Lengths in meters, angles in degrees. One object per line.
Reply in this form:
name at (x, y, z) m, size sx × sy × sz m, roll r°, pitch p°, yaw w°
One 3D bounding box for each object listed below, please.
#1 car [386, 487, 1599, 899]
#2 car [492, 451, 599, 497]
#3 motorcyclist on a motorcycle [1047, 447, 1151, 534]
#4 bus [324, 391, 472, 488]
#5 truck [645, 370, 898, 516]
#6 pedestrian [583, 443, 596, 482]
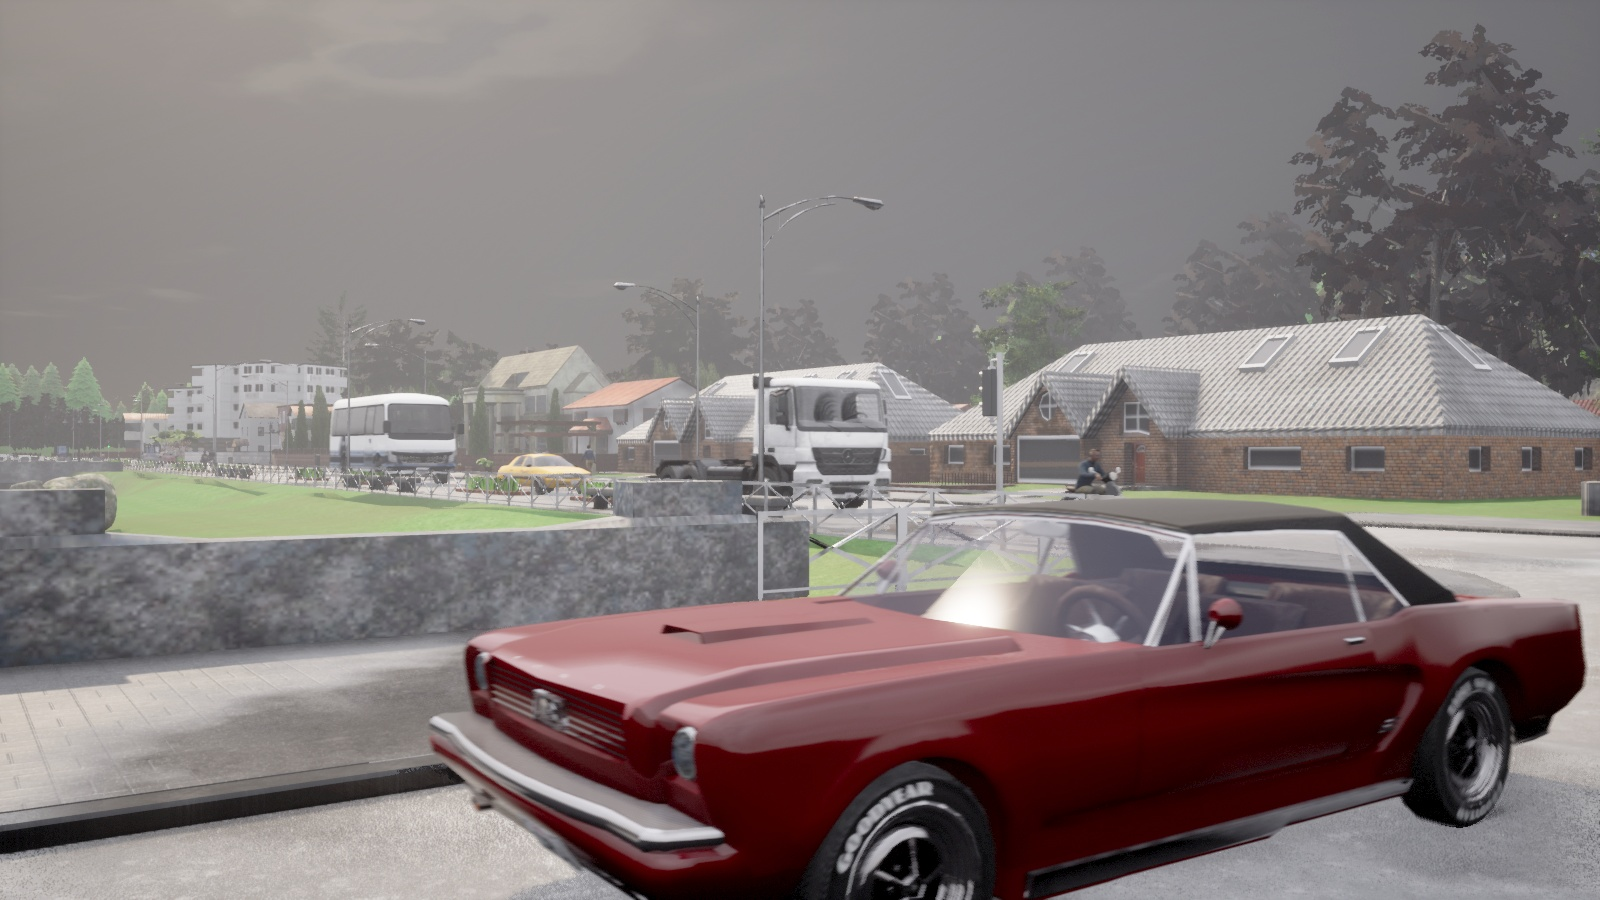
car at (1.031, 0.855, 4.958) m, size 4.718 × 1.301 × 1.895 m, roll 0°, pitch 0°, yaw -34°
car at (-9.323, 0.815, 45.636) m, size 1.801 × 1.575 × 5.366 m, roll 0°, pitch 0°, yaw -35°
motorcyclist on a motorcycle at (5.711, 0.745, 24.045) m, size 0.866 × 1.590 × 1.817 m, roll 0°, pitch 0°, yaw -35°
bus at (-19.447, -0.443, 60.173) m, size 3.944 × 4.253 × 10.273 m, roll 0°, pitch 0°, yaw -35°
truck at (-1.006, -0.152, 33.691) m, size 2.891 × 3.462 × 7.936 m, roll 0°, pitch 0°, yaw -35°
pedestrian at (-10.562, 0.631, 62.991) m, size 0.423 × 1.949 × 0.788 m, roll 0°, pitch 0°, yaw -27°
